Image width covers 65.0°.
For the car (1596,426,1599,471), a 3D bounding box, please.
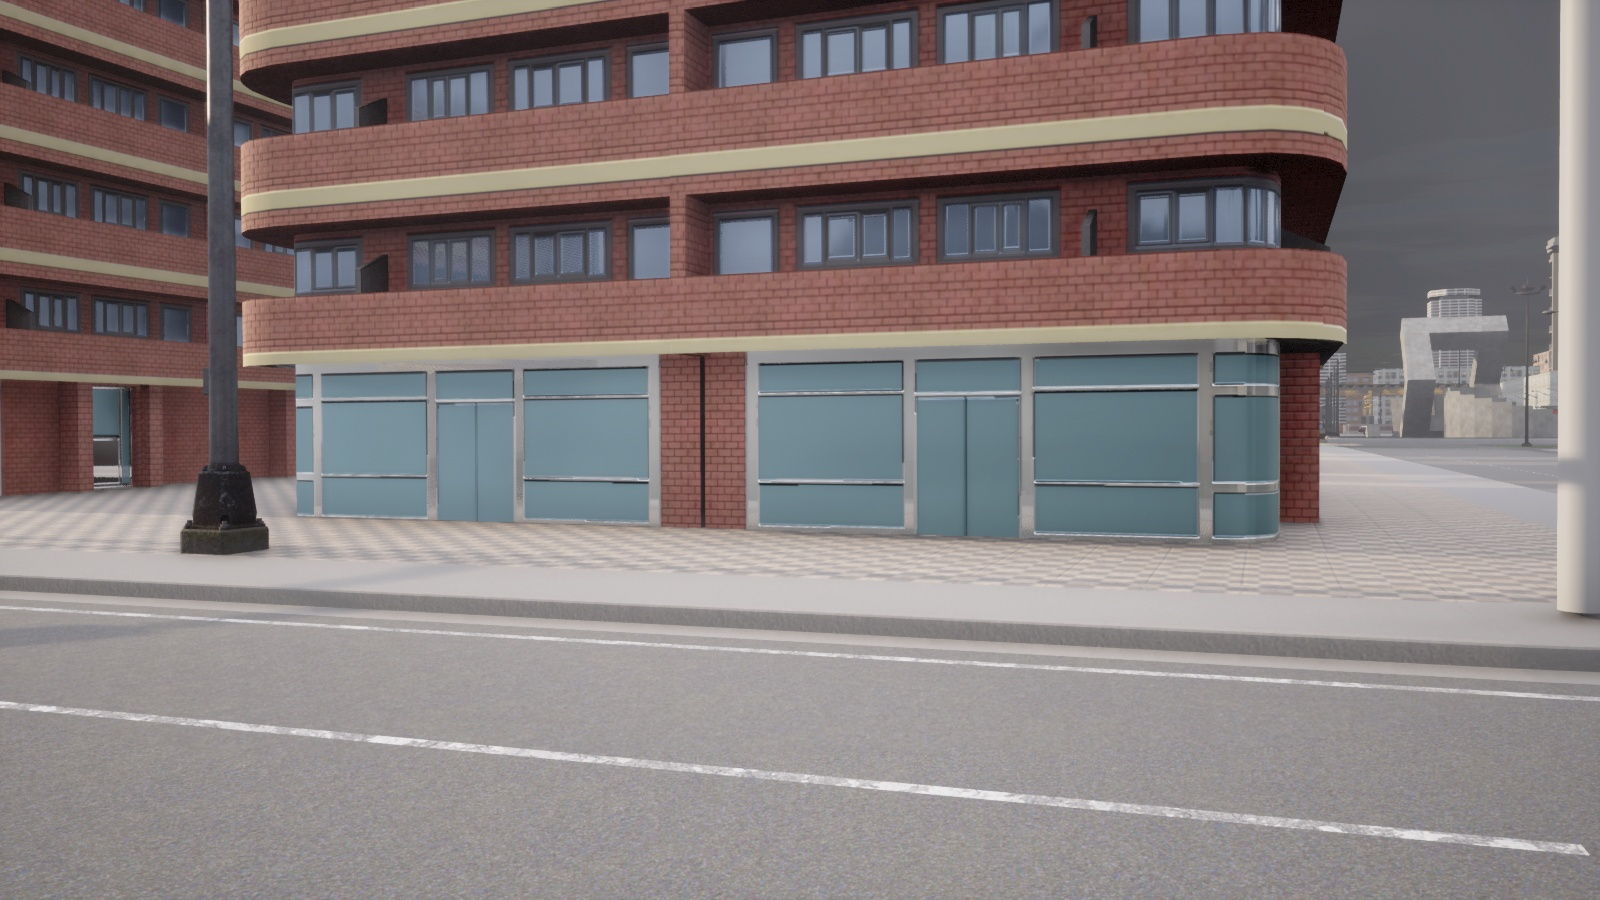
[{"bbox_3d":[33.210,-0.028,49.695,1.932,1.855,4.605,1,1,20],"label":"car"}]
